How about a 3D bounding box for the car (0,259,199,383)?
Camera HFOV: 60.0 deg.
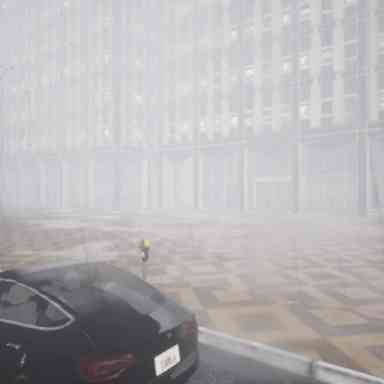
[{"bbox_3d":[-1.915,1.562,4.242,4.313,1.339,1.947,0,0,36],"label":"car"}]
